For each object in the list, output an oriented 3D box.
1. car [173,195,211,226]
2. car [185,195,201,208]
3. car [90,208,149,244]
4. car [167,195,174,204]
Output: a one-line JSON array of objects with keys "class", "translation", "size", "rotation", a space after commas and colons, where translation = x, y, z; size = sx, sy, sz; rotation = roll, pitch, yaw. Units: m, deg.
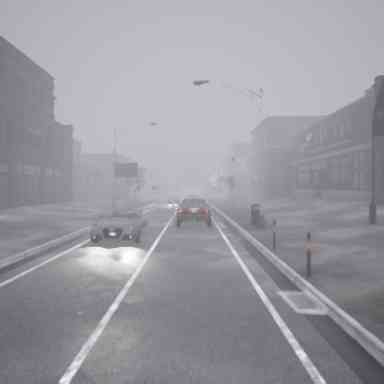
[{"class": "car", "translation": [0.105, 1.117, 21.650], "size": [2.097, 1.767, 4.553], "rotation": [0, 1, 0]}, {"class": "car", "translation": [0.111, 1.130, 40.302], "size": [1.837, 1.490, 4.892], "rotation": [0, 0, 0]}, {"class": "car", "translation": [-3.095, 1.418, 14.916], "size": [1.994, 1.385, 4.181], "rotation": [0, 1, 0]}, {"class": "car", "translation": [-3.046, 1.168, 55.399], "size": [2.128, 1.511, 4.902], "rotation": [0, 0, 0]}]
